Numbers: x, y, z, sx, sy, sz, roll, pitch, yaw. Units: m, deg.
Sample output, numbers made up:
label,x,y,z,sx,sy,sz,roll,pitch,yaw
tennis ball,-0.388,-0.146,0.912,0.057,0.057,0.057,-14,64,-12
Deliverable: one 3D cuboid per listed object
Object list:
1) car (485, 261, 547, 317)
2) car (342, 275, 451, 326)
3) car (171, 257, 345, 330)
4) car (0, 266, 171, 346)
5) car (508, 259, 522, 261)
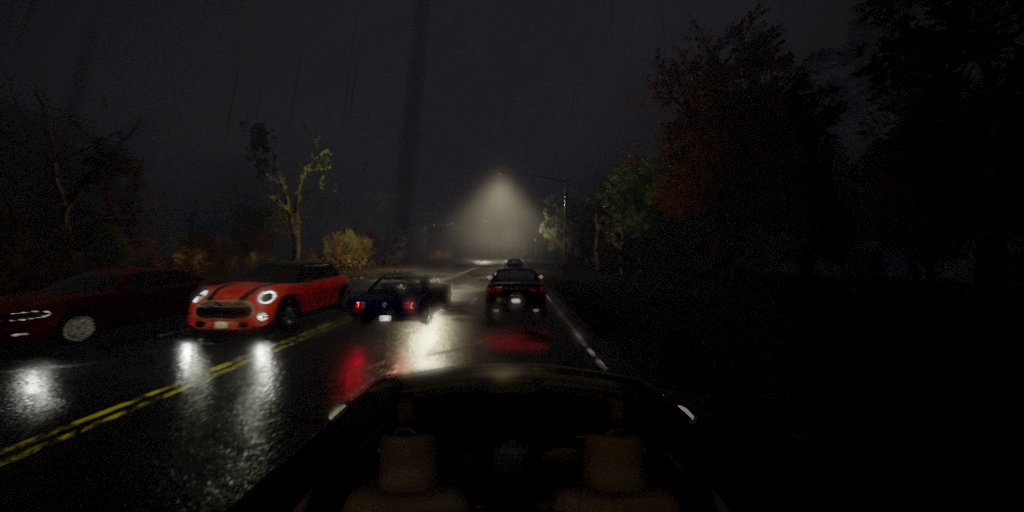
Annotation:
label,x,y,z,sx,sy,sz,roll,pitch,yaw
car,0.127,1.120,12.755,1.882,1.535,5.008,-1,0,0
car,-3.125,1.232,11.106,1.895,1.301,4.718,1,1,0
car,-6.569,0.945,10.360,2.097,1.767,4.553,1,1,0
car,-9.826,1.040,9.002,1.882,1.535,5.008,1,1,0
car,0.246,0.983,32.978,1.812,1.442,4.674,0,1,0
